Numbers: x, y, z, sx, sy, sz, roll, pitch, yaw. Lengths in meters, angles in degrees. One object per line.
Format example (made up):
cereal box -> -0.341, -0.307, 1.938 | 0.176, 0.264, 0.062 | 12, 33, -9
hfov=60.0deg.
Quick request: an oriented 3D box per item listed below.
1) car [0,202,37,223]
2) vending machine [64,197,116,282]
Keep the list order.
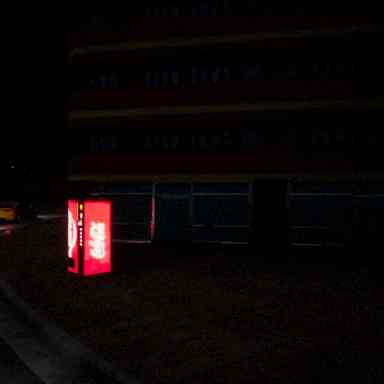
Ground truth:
car -> -13.633, 1.478, 25.560 | 1.882, 1.535, 5.008 | 0, 0, -4
vending machine -> -2.762, 1.195, 8.985 | 1.100, 2.100, 0.880 | 0, 0, -38
